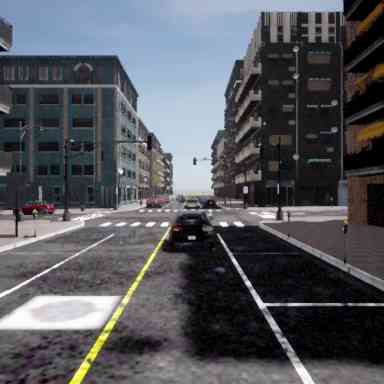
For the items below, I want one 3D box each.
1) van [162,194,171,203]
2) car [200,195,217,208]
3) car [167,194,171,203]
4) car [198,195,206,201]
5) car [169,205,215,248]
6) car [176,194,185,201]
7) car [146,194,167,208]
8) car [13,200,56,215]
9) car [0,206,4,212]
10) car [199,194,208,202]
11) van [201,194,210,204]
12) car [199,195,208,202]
[{"bbox_3d":[-5.313,1.312,69.940,1.690,1.788,3.998,0,0,0],"label":"van"},{"bbox_3d":[2.567,1.552,47.733,1.947,1.339,4.313,0,0,0],"label":"car"},{"bbox_3d":[-5.313,1.520,64.388,1.887,1.381,4.507,0,0,0],"label":"car"},{"bbox_3d":[2.567,1.508,86.597,2.008,1.369,4.403,0,0,0],"label":"car"},{"bbox_3d":[0.000,1.530,14.650,1.812,1.442,4.674,0,0,0],"label":"car"},{"bbox_3d":[-2.750,1.273,79.149,2.097,1.767,4.553,0,0,0],"label":"car"},{"bbox_3d":[-5.313,1.301,47.732,2.192,1.841,5.009,0,0,0],"label":"car"},{"bbox_3d":[-16.915,1.631,35.572,4.097,1.590,1.967,-1,1,0],"label":"car"},{"bbox_3d":[-22.462,1.841,35.612,4.206,1.307,1.802,-1,1,0],"label":"car"},{"bbox_3d":[2.567,1.561,58.836,1.802,1.307,4.206,0,0,0],"label":"car"},{"bbox_3d":[2.568,1.316,64.389,1.690,1.788,3.998,0,0,0],"label":"van"},{"bbox_3d":[2.567,1.407,75.492,1.967,1.590,4.097,0,0,0],"label":"car"}]
